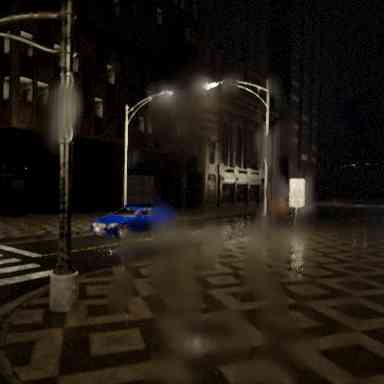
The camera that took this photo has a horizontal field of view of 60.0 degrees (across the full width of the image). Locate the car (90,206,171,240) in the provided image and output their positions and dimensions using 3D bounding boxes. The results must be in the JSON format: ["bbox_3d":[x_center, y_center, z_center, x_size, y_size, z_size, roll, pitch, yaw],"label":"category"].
[{"bbox_3d":[-2.985,1.469,17.133,1.812,1.442,4.674,2,1,36],"label":"car"}]

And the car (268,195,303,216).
[{"bbox_3d":[10.003,1.323,35.235,2.150,2.045,5.566,2,1,36],"label":"car"}]
